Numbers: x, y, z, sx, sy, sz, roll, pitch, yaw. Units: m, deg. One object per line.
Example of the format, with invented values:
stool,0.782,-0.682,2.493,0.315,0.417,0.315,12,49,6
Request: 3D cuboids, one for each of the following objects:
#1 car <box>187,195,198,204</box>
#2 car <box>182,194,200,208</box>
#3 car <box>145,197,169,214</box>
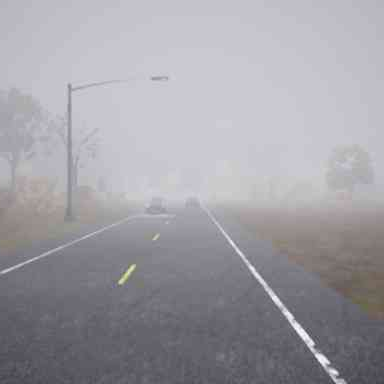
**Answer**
car,0.082,1.356,62.890,1.837,1.490,4.892,0,0,0
car,0.087,1.400,44.763,2.128,1.511,4.902,0,0,0
car,-3.601,1.286,34.510,2.097,1.767,4.553,0,0,0
